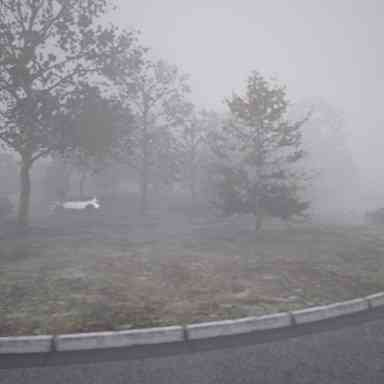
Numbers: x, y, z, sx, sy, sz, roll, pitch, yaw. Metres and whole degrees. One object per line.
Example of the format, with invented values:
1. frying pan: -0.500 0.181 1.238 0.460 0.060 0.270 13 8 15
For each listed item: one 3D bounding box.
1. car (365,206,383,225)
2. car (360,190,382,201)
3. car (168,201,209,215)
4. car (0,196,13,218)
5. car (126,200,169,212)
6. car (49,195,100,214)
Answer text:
1. car: 14.005 1.639 22.878 1.837 1.490 4.892 1 -1 -6
2. car: 26.916 0.463 49.960 2.033 1.411 5.357 0 5 43
3. car: -0.327 1.763 37.884 5.008 1.535 1.882 1 -1 15
4. car: -19.264 1.436 30.082 2.150 2.045 5.566 -1 0 34
5. car: -5.048 1.551 38.270 4.718 1.301 1.895 0 -1 -3
6. car: -13.690 1.416 39.012 5.566 2.045 2.150 0 0 -24
